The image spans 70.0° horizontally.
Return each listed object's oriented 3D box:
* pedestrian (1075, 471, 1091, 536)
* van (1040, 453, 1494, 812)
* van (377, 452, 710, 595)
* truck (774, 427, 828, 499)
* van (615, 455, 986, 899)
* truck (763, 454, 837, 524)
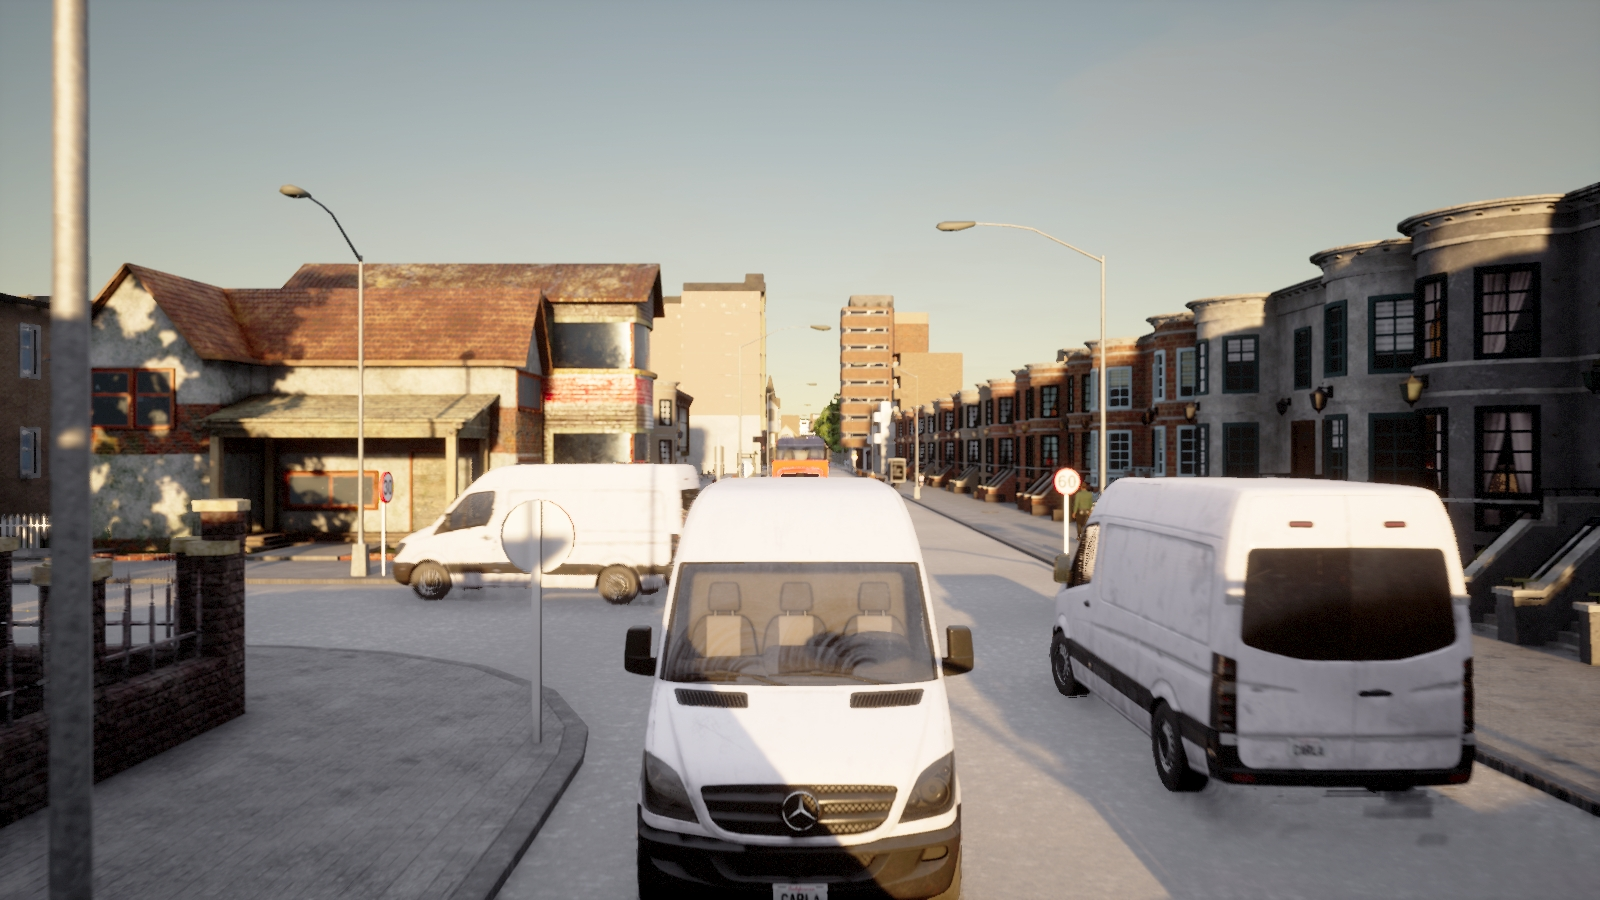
[{"bbox_3d":[8.155,1.548,32.920,0.375,1.860,0.375,0,0,-1],"label":"pedestrian"},{"bbox_3d":[3.991,1.323,11.195,1.988,2.561,5.915,0,0,0],"label":"van"},{"bbox_3d":[-4.847,1.329,21.939,5.915,2.561,1.988,0,-1,9],"label":"van"},{"bbox_3d":[0.030,0.709,64.945,2.891,3.827,8.468,0,0,0],"label":"truck"},{"bbox_3d":[0.000,1.322,9.082,1.988,2.561,5.915,0,0,0],"label":"van"},{"bbox_3d":[0.010,1.376,42.966,2.627,2.467,5.204,0,0,0],"label":"truck"}]
